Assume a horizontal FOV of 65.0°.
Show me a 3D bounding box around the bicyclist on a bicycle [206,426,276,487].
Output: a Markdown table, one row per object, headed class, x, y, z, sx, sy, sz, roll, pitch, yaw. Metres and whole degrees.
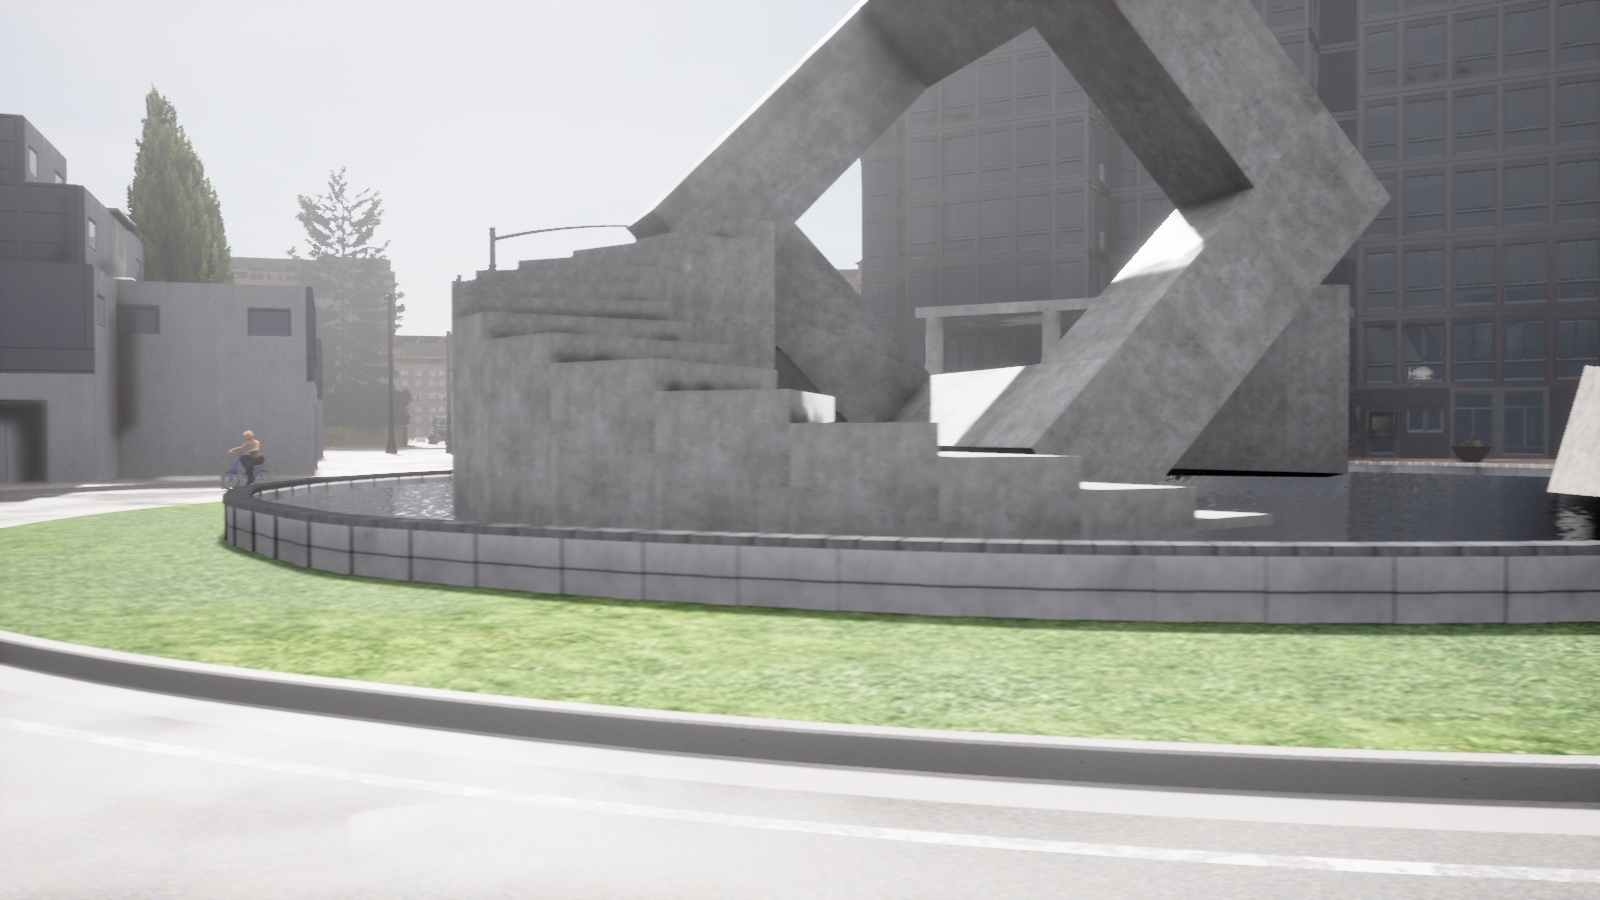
| class | x | y | z | sx | sy | sz | roll | pitch | yaw |
| --- | --- | --- | --- | --- | --- | --- | --- | --- | --- |
| bicyclist on a bicycle | -15.227 | 0.154 | 34.248 | 0.866 | 1.612 | 1.509 | 2 | 2 | 30 |
